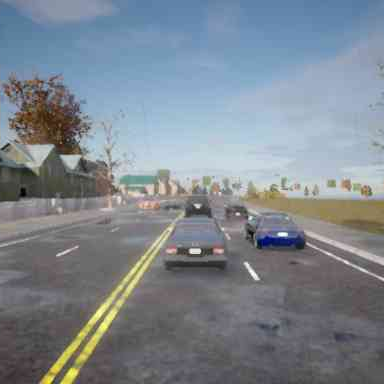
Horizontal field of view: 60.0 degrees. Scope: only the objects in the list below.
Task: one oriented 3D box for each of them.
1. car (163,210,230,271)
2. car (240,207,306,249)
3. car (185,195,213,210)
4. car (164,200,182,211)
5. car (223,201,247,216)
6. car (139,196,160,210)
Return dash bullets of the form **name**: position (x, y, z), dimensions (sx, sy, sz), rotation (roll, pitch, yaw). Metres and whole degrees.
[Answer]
- **car**: position (0.140, 1.560, 10.986), dimensions (2.033, 1.411, 5.357), rotation (0, 0, 1)
- **car**: position (3.481, 1.578, 14.562), dimensions (1.994, 1.385, 4.181), rotation (0, 0, 1)
- **car**: position (0.585, 1.263, 28.673), dimensions (2.150, 2.045, 5.566), rotation (0, 0, 2)
- **car**: position (-2.349, 1.667, 40.992), dimensions (1.895, 1.301, 4.718), rotation (0, 0, 3)
- **car**: position (3.884, 1.546, 29.760), dimensions (1.837, 1.490, 4.892), rotation (0, 0, 2)
- **car**: position (-5.487, 1.426, 43.029), dimensions (2.097, 1.767, 4.553), rotation (0, 0, 3)
